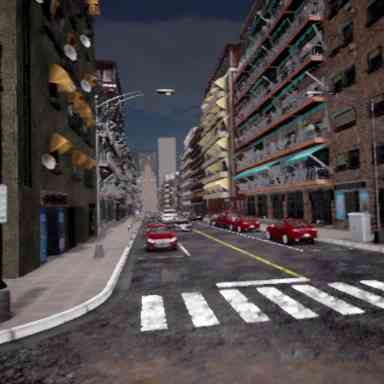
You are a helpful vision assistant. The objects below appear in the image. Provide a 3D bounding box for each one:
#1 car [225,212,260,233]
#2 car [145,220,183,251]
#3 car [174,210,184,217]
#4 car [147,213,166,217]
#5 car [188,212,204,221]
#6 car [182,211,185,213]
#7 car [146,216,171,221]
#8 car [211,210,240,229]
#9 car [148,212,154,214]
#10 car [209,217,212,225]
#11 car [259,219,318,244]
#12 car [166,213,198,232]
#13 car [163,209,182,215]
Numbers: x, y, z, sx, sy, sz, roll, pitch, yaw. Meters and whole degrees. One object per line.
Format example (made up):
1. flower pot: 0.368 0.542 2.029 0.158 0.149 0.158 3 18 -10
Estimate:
1. car: 4.705 2.832 29.850 1.887 1.381 4.507 -2 -3 -8
2. car: -1.795 2.583 19.338 1.802 1.307 4.206 -2 -3 -8
3. car: -3.571 5.860 91.532 2.192 1.841 5.009 -2 -3 -8
4. car: -4.621 3.670 40.355 1.947 1.339 4.313 -2 -3 -8
5. car: 0.939 4.329 57.880 1.947 1.339 4.313 -2 -3 -8
6. car: -1.322 5.204 74.700 2.008 1.369 4.403 -2 -3 -8
7. car: -3.116 3.098 29.168 1.802 1.307 4.206 -2 -3 -8
8. car: 3.941 2.897 35.467 2.192 1.841 5.009 -2 -3 -8
9. car: -11.392 6.207 90.699 1.967 1.590 4.097 -2 -3 -8
10. car: 3.199 3.427 41.062 2.008 1.369 4.403 -2 -3 -8
11. car: 5.976 2.337 20.397 1.887 1.381 4.507 -2 -3 -8
12. car: -1.096 3.110 32.724 2.128 1.511 4.902 -2 -3 -8
13. car: -3.289 3.642 49.676 2.150 2.045 5.566 -2 -3 -8
